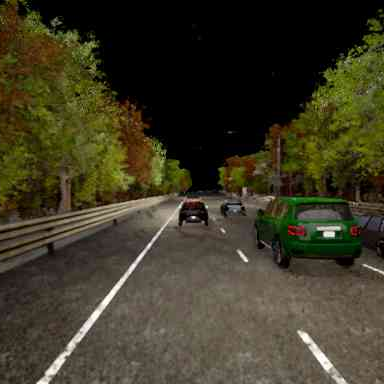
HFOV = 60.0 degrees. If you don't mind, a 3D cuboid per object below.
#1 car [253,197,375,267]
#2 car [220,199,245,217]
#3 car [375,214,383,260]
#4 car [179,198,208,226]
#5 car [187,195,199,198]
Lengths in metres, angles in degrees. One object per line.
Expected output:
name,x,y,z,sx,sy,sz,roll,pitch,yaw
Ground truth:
car,3.600,1.189,11.407,2.150,2.045,5.566,0,0,0
car,3.599,1.372,29.953,2.128,1.511,4.902,0,0,0
car,7.101,1.512,12.218,2.033,1.411,5.357,0,0,0
car,0.099,1.391,22.818,1.882,1.535,5.008,0,0,0
car,0.097,1.180,41.483,2.097,1.767,4.553,0,0,0
